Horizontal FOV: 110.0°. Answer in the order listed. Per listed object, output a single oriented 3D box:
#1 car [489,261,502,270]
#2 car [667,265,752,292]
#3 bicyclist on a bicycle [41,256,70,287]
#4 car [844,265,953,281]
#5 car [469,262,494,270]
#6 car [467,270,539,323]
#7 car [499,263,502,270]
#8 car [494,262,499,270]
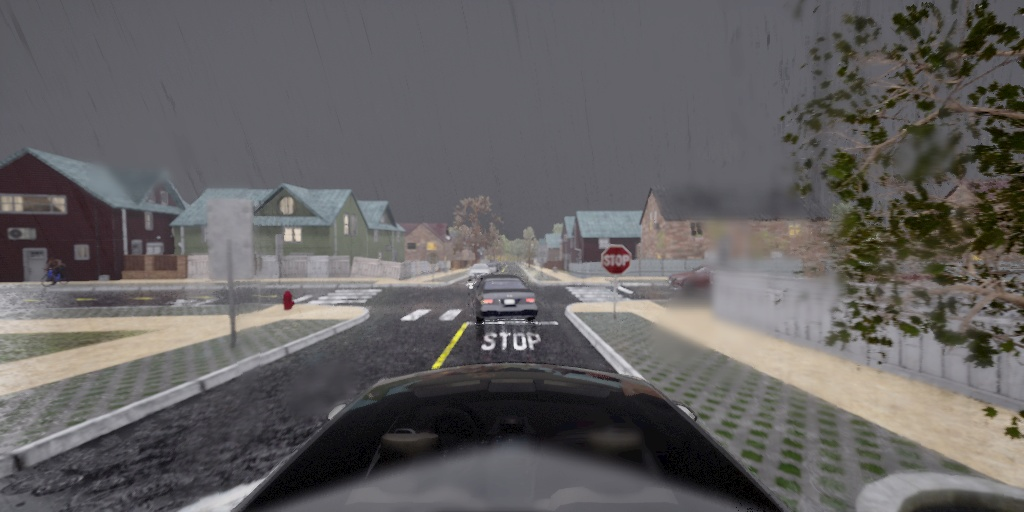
[{"bbox_3d":[-2.786,1.637,61.321,1.994,1.385,4.181,0,0,0],"label":"car"},{"bbox_3d":[11.679,1.278,21.163,4.674,1.442,1.812,0,3,2],"label":"car"},{"bbox_3d":[-24.878,0.831,19.552,0.582,1.620,1.656,0,3,-16],"label":"bicyclist on a bicycle"},{"bbox_3d":[21.790,1.263,20.490,5.008,1.535,1.882,0,3,6],"label":"car"},{"bbox_3d":[-2.803,1.403,31.750,1.812,1.442,4.674,0,0,-2],"label":"car"},{"bbox_3d":[-0.444,1.351,12.390,2.033,1.411,5.357,0,-1,-9],"label":"car"},{"bbox_3d":[-2.832,1.549,51.252,2.033,1.411,5.357,0,0,0],"label":"car"},{"bbox_3d":[-2.838,1.533,40.961,1.895,1.301,4.718,0,0,0],"label":"car"}]
